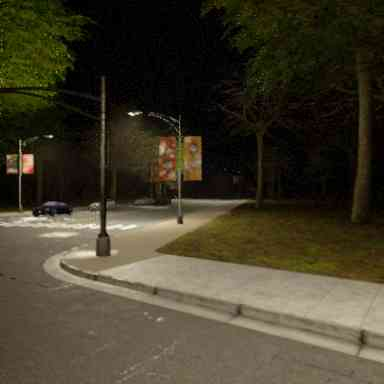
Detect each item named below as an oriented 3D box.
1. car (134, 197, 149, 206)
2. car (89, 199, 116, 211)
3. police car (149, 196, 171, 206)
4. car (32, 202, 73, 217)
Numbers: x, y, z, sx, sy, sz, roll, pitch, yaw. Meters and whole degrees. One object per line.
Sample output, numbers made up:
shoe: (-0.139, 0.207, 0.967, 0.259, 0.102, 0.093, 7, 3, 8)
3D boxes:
car: (-8.072, 1.549, 55.607, 1.812, 1.442, 4.674, 0, 0, 13)
car: (-11.093, 1.556, 41.682, 1.812, 1.442, 4.674, 0, 0, 12)
police car: (-4.886, 1.452, 54.727, 1.930, 1.638, 5.238, 0, 0, 12)
car: (-13.227, 1.601, 31.721, 1.994, 1.385, 4.181, 0, 0, 13)
